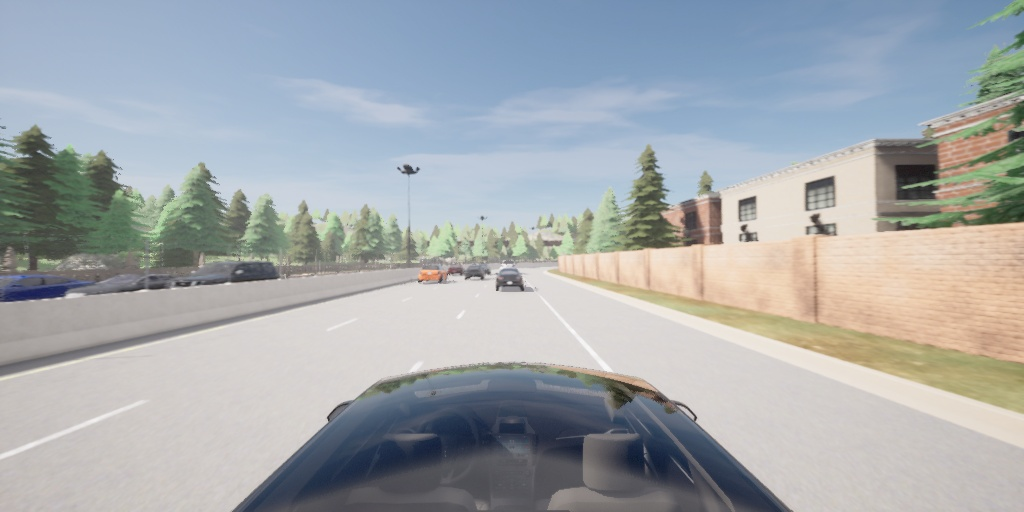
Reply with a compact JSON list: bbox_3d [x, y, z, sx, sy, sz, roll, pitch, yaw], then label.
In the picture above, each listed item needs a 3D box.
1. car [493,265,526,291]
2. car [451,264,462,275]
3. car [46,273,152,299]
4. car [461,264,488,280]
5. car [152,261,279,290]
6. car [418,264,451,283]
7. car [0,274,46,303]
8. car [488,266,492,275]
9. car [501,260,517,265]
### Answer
[{"bbox_3d":[-0.172,1.557,24.876,1.812,1.442,4.674,0,-1,-1],"label":"car"},{"bbox_3d":[-7.446,1.855,48.763,1.882,1.535,5.008,0,0,0],"label":"car"},{"bbox_3d":[-17.768,1.567,17.003,2.128,1.511,4.902,0,-1,-1],"label":"car"},{"bbox_3d":[-3.838,1.721,37.681,1.837,1.490,4.892,0,0,-1],"label":"car"},{"bbox_3d":[-14.286,1.283,18.165,2.150,2.045,5.566,0,-1,-1],"label":"car"},{"bbox_3d":[-7.274,1.546,33.348,2.097,1.767,4.553,0,0,-3],"label":"car"},{"bbox_3d":[-21.248,1.562,15.402,1.882,1.535,5.008,0,-1,-1],"label":"car"},{"bbox_3d":[-3.933,1.885,49.519,1.812,1.442,4.674,0,-1,1],"label":"car"},{"bbox_3d":[-0.427,1.592,52.671,2.150,2.045,5.566,-1,0,1],"label":"car"}]
